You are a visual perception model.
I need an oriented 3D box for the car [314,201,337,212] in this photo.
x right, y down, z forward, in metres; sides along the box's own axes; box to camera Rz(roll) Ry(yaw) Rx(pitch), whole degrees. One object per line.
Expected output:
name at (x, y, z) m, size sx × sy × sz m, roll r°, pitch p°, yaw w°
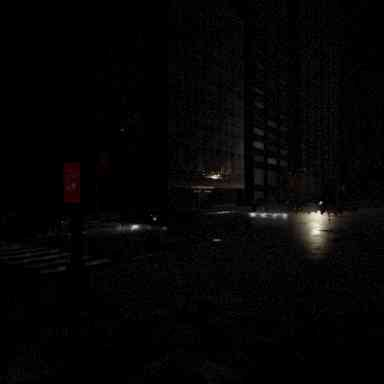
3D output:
car at (20.706, 2.220, 51.477) m, size 2.128 × 1.511 × 4.902 m, roll 0°, pitch -1°, yaw 36°

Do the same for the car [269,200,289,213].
car at (12.957, 2.223, 46.390) m, size 1.895 × 1.301 × 4.718 m, roll 0°, pitch -1°, yaw 36°

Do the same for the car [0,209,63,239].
car at (-8.664, 1.613, 16.127) m, size 2.128 × 1.511 × 4.902 m, roll 0°, pitch -1°, yaw 30°

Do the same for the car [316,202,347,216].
car at (17.296, 2.085, 41.156) m, size 1.837 × 1.490 × 4.892 m, roll 0°, pitch -1°, yaw 36°

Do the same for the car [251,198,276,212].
car at (10.716, 1.864, 48.828) m, size 2.150 × 2.045 × 5.566 m, roll 0°, pitch -1°, yaw 37°

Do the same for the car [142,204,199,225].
car at (-1.340, 1.786, 26.771) m, size 2.128 × 1.511 × 4.902 m, roll 0°, pitch -1°, yaw 36°

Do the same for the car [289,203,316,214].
car at (14.889, 2.142, 43.373) m, size 2.033 × 1.411 × 5.357 m, roll 0°, pitch -1°, yaw 36°

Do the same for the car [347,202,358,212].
car at (23.338, 2.267, 49.569) m, size 2.033 × 1.411 × 5.357 m, roll 0°, pitch -1°, yaw 36°

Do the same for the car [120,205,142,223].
car at (-3.942, 1.784, 28.718) m, size 1.882 × 1.535 × 5.008 m, roll 0°, pitch -1°, yaw 36°
